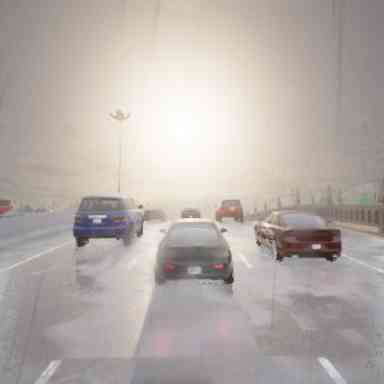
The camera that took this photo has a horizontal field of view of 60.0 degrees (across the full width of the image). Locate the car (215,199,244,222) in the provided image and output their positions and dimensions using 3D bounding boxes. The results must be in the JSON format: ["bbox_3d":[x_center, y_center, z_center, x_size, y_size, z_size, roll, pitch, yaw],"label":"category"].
[{"bbox_3d":[3.391,1.762,30.852,2.150,2.045,5.566,0,-4,0],"label":"car"}]

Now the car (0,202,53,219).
[{"bbox_3d":[-10.734,1.605,21.808,2.128,1.511,4.902,0,-2,0],"label":"car"}]

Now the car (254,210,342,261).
[{"bbox_3d":[3.521,1.391,11.926,1.882,1.535,5.008,0,0,0],"label":"car"}]

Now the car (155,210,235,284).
[{"bbox_3d":[0.040,1.466,9.284,1.812,1.442,4.674,0,0,0],"label":"car"}]

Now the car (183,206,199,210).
[{"bbox_3d":[-0.116,2.159,32.157,1.837,1.490,4.892,0,-4,0],"label":"car"}]

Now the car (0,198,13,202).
[{"bbox_3d":[-14.243,1.382,22.760,2.150,2.045,5.566,0,-2,0],"label":"car"}]

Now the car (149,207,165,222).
[{"bbox_3d":[-3.625,2.249,33.372,1.882,1.535,5.008,0,-5,0],"label":"car"}]

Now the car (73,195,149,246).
[{"bbox_3d":[-3.500,1.163,14.909,2.150,2.045,5.566,0,0,0],"label":"car"}]
